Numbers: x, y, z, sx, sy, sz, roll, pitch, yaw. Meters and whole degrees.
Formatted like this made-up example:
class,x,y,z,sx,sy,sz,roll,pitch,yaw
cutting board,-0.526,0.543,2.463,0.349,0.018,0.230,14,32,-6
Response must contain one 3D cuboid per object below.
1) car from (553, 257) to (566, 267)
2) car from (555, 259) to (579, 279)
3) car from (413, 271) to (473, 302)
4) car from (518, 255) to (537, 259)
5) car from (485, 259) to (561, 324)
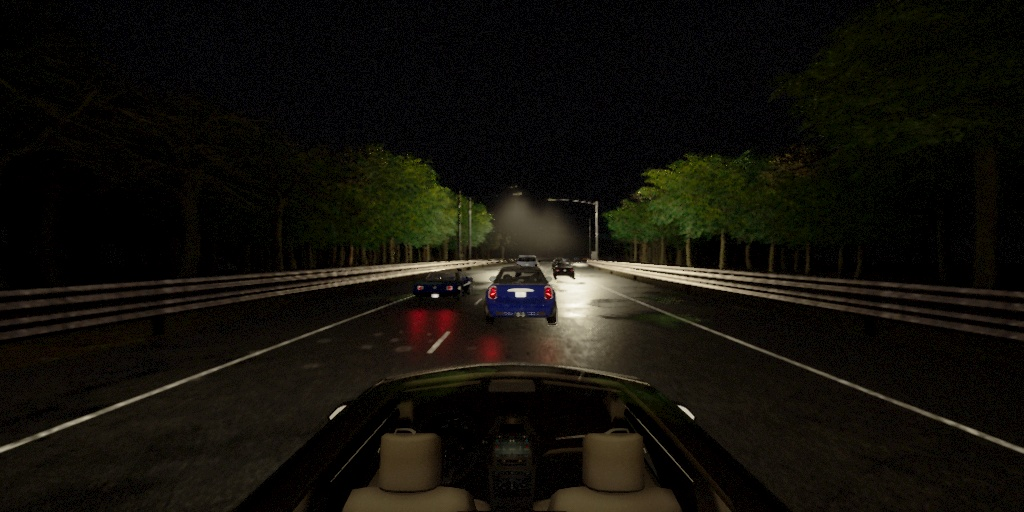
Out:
class,x,y,z,sx,sy,sz,roll,pitch,yaw
car,8.462,1.076,63.720,2.097,1.767,4.553,0,0,10
car,4.704,1.278,32.701,2.033,1.411,5.357,0,0,6
car,-3.055,1.348,16.925,1.895,1.301,4.718,0,0,2
car,1.566,0.970,34.845,2.150,2.045,5.566,0,0,5
car,0.300,1.103,12.191,2.097,1.767,4.553,0,0,2
